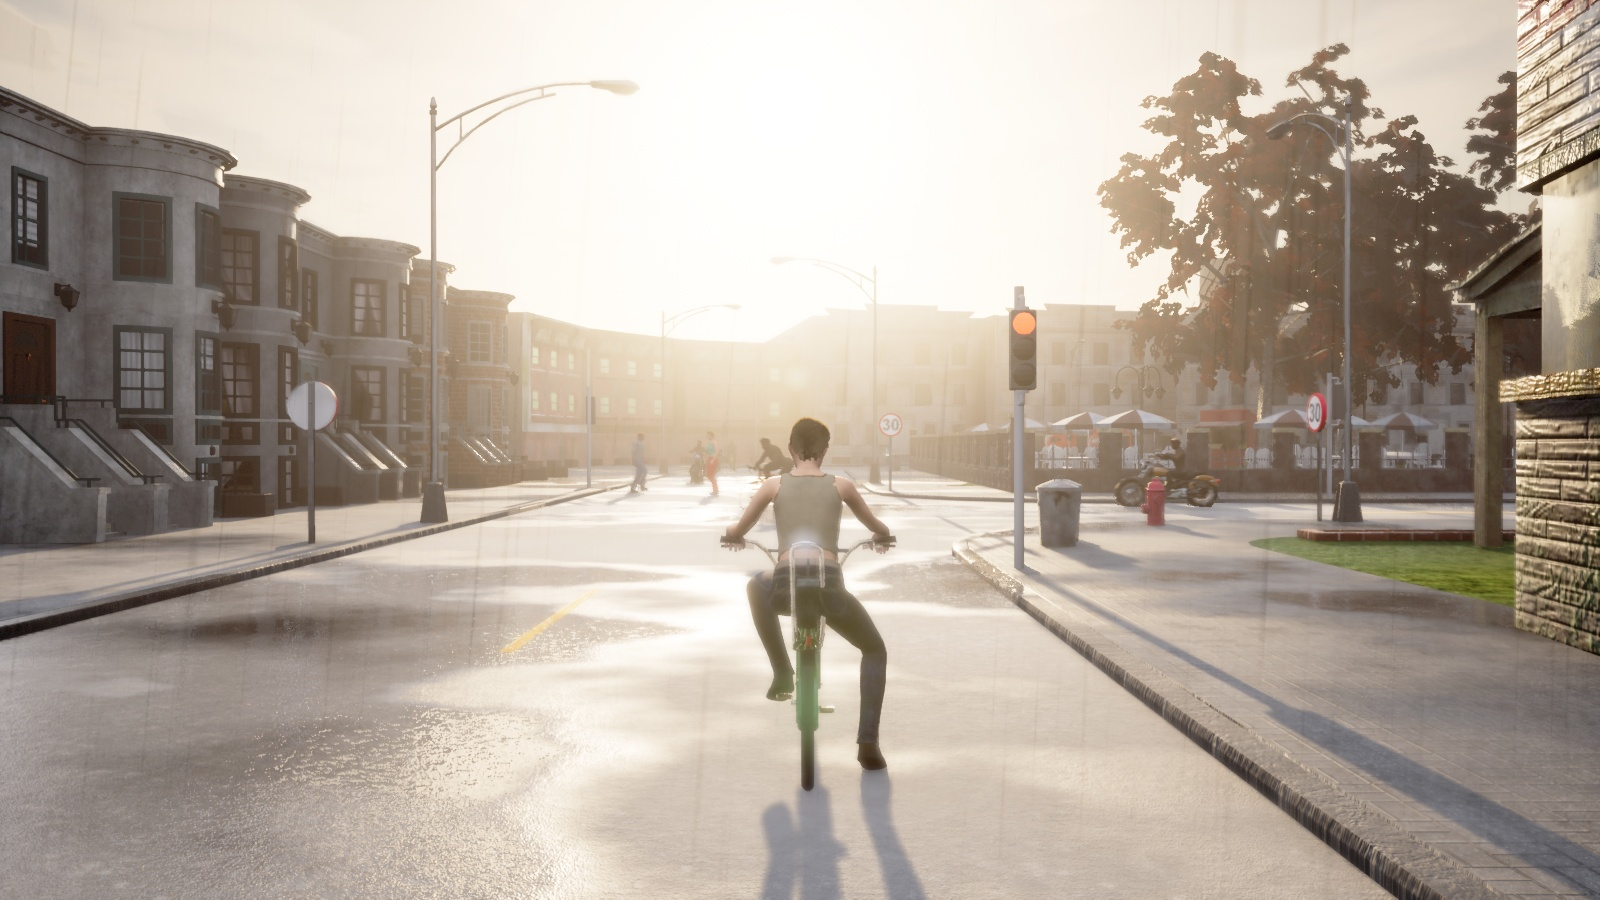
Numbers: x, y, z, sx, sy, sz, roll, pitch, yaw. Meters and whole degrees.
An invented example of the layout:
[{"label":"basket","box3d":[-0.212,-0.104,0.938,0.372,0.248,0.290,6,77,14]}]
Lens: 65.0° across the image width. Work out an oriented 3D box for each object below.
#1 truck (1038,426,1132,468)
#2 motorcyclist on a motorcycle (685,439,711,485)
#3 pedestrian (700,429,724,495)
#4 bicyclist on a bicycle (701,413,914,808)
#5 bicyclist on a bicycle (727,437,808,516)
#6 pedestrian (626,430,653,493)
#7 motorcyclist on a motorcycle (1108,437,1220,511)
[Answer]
[{"label":"truck","box3d":[17.654,-0.179,77.919,5.204,2.467,2.627,-1,0,0]},{"label":"motorcyclist on a motorcycle","box3d":[-3.778,0.429,46.842,0.766,1.649,2.350,0,0,0]},{"label":"pedestrian","box3d":[-2.475,0.339,35.311,0.594,1.836,0.345,0,0,-24]},{"label":"bicyclist on a bicycle","box3d":[0.037,0.650,5.875,0.866,1.612,1.509,0,0,0]},{"label":"bicyclist on a bicycle","box3d":[-0.700,0.546,26.974,1.656,1.620,0.582,-1,2,-34]},{"label":"pedestrian","box3d":[-4.717,0.324,36.938,0.706,1.836,0.354,0,0,18]},{"label":"motorcyclist on a motorcycle","box3d":[8.313,0.541,28.720,2.350,1.649,0.766,0,0,0]}]
